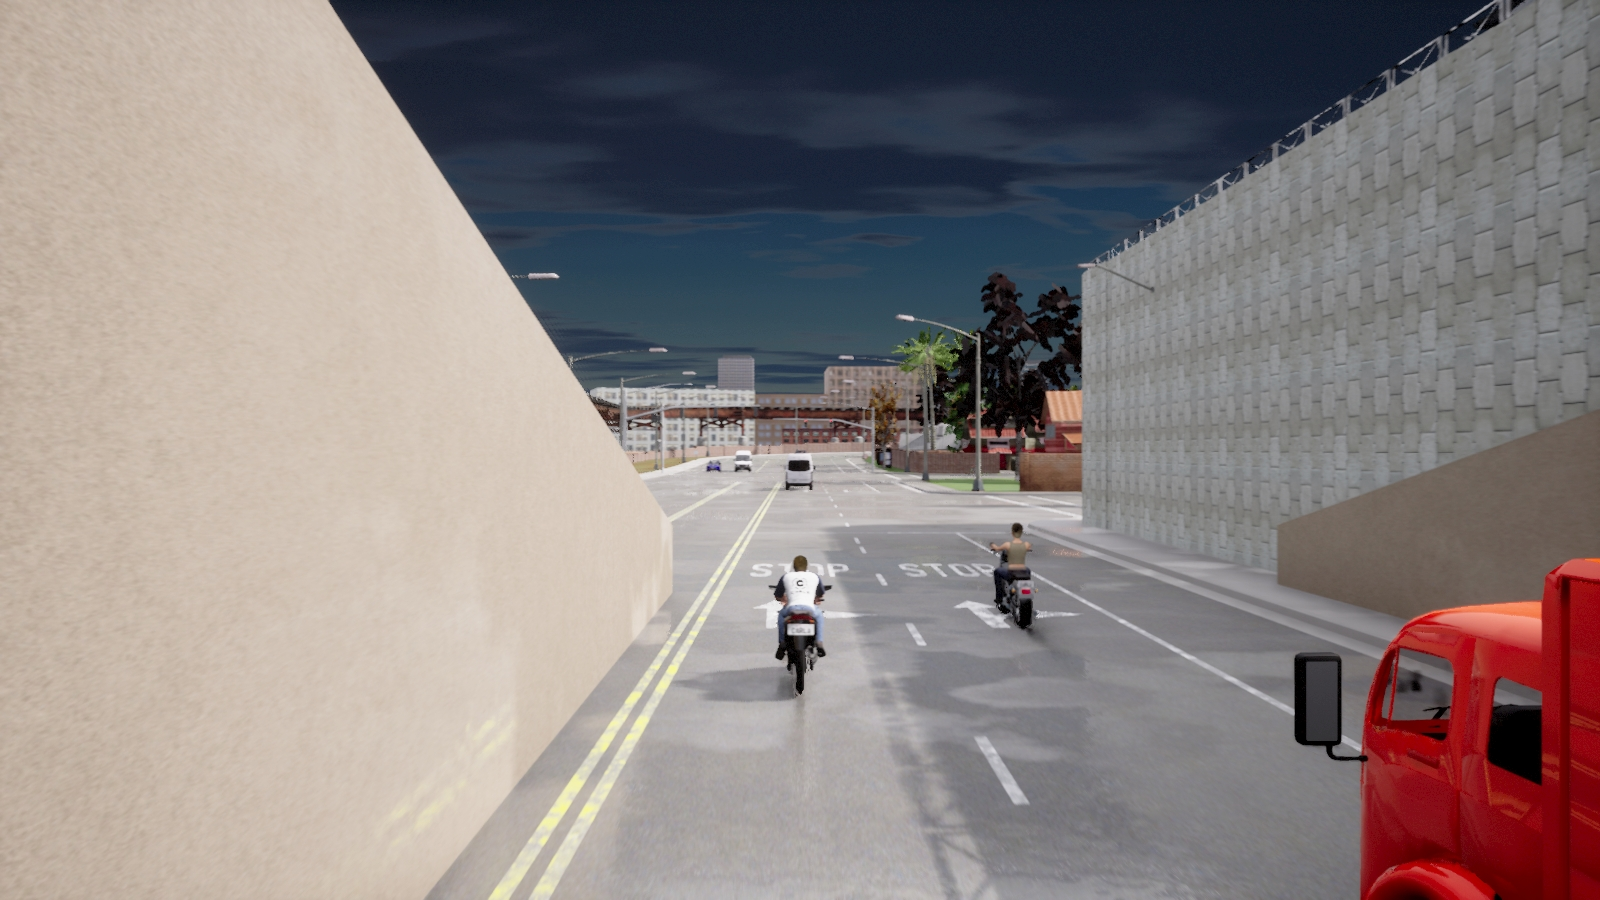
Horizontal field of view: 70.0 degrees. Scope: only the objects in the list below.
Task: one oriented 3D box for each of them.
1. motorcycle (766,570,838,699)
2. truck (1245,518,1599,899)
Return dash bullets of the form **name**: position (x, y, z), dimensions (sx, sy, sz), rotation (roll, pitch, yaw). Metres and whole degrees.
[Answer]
- **motorcycle**: position (0.024, 2.174, 13.802), dimensions (0.803, 1.224, 2.033), rotation (0, 0, 0)
- **truck**: position (3.500, 1.568, 3.013), dimensions (2.627, 2.467, 5.204), rotation (0, 0, 0)
